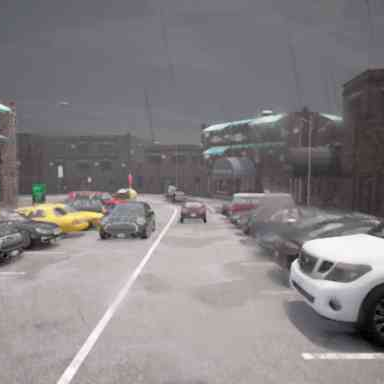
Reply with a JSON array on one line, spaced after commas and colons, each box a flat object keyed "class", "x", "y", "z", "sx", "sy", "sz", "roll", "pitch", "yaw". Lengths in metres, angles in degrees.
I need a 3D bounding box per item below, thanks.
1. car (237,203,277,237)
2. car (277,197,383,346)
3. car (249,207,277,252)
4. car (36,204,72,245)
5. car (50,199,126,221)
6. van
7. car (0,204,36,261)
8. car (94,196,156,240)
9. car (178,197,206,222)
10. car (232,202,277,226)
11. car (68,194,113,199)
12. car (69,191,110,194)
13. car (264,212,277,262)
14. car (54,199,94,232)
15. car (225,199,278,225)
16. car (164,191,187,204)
[{"class": "car", "x": 4.641, "y": 1.390, "z": 14.236, "sx": 4.892, "sy": 1.521, "sz": 2.231, "roll": 0, "pitch": 0, "yaw": 0}, {"class": "car", "x": 4.621, "y": 1.192, "z": 5.728, "sx": 5.566, "sy": 2.045, "sz": 2.435, "roll": 0, "pitch": 0, "yaw": 0}, {"class": "car", "x": 4.654, "y": 1.409, "z": 11.317, "sx": 4.892, "sy": 1.521, "sz": 2.231, "roll": 0, "pitch": 0, "yaw": 0}, {"class": "car", "x": -7.689, "y": 1.397, "z": 13.107, "sx": 4.892, "sy": 1.521, "sz": 2.231, "roll": 0, "pitch": 0, "yaw": 0}, {"class": "car", "x": -7.690, "y": 1.294, "z": 24.881, "sx": 5.008, "sy": 1.535, "sz": 2.097, "roll": 0, "pitch": 1, "yaw": 0}, {"class": "van", "x": 4.529, "y": 1.105, "z": 22.487, "sx": 4.442, "sy": 1.987, "sz": 1.878, "roll": 0, "pitch": 1, "yaw": 0}, {"class": "car", "x": -7.713, "y": 1.288, "z": 10.293, "sx": 4.553, "sy": 1.767, "sz": 2.185, "roll": 0, "pitch": 0, "yaw": 0}, {"class": "car", "x": -3.012, "y": 1.246, "z": 16.389, "sx": 2.097, "sy": 1.767, "sz": 4.553, "roll": 0, "pitch": 1, "yaw": 0}, {"class": "car", "x": 0.091, "y": 1.345, "z": 24.550, "sx": 1.812, "sy": 1.442, "sz": 4.674, "roll": 0, "pitch": 1, "yaw": 0}, {"class": "car", "x": 4.649, "y": 1.412, "z": 16.906, "sx": 4.674, "sy": 1.452, "sz": 2.002, "roll": 0, "pitch": 0, "yaw": 0}, {"class": "car", "x": -7.653, "y": 1.209, "z": 22.050, "sx": 4.553, "sy": 1.767, "sz": 2.185, "roll": 0, "pitch": 1, "yaw": 0}, {"class": "car", "x": -7.657, "y": 0.977, "z": 27.820, "sx": 5.566, "sy": 2.045, "sz": 2.435, "roll": 0, "pitch": 1, "yaw": 0}, {"class": "car", "x": 4.643, "y": 1.425, "z": 8.524, "sx": 5.008, "sy": 1.535, "sz": 2.097, "roll": 0, "pitch": 0, "yaw": 0}, {"class": "car", "x": -7.498, "y": 1.355, "z": 19.109, "sx": 5.366, "sy": 1.575, "sz": 1.946, "roll": 0, "pitch": 0, "yaw": 0}, {"class": "car", "x": 4.653, "y": 1.356, "z": 19.696, "sx": 4.892, "sy": 1.521, "sz": 2.231, "roll": 0, "pitch": 1, "yaw": 0}, {"class": "car", "x": -2.077, "y": 0.631, "z": 41.472, "sx": 2.128, "sy": 1.511, "sz": 4.902, "roll": -1, "pitch": 4, "yaw": -21}]
